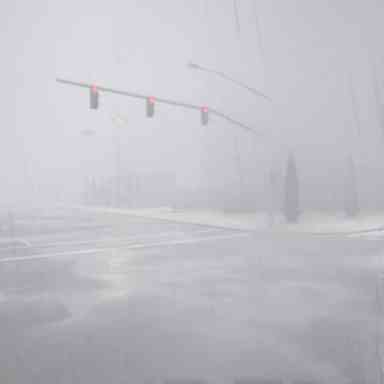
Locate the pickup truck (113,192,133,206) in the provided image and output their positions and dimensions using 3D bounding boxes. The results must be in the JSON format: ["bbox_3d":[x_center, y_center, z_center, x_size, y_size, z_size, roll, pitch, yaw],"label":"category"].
[{"bbox_3d":[-10.260,1.041,49.982,2.390,2.098,6.274,0,0,-6],"label":"pickup truck"}]
